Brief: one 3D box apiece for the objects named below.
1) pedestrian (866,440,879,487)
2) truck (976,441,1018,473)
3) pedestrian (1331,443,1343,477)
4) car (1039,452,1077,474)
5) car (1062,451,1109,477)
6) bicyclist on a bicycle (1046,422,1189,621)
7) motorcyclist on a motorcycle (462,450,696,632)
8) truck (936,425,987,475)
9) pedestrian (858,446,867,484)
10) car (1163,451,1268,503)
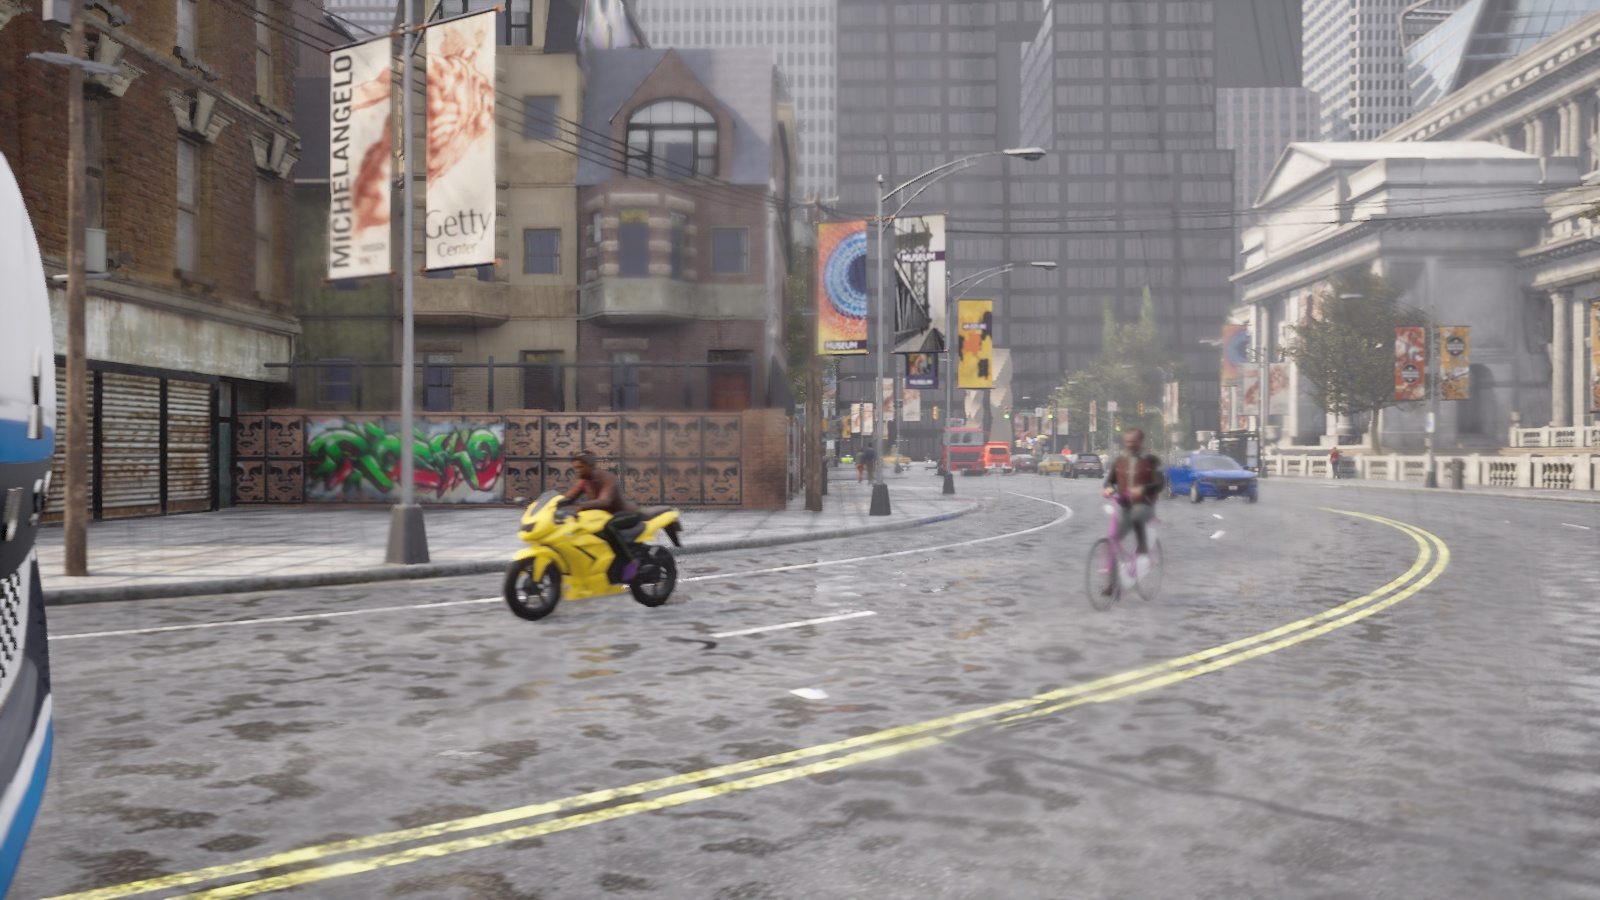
[{"bbox_3d":[3.060,0.565,53.225,0.423,1.949,0.788,0,0,-5],"label":"pedestrian"},{"bbox_3d":[15.307,0.532,97.934,2.627,2.467,5.204,0,0,2],"label":"truck"},{"bbox_3d":[29.580,0.546,69.195,0.331,1.846,0.636,0,0,-5],"label":"pedestrian"},{"bbox_3d":[18.532,0.925,90.454,1.801,1.575,5.366,0,0,2],"label":"car"},{"bbox_3d":[18.145,0.883,80.084,2.033,1.649,4.856,0,0,2],"label":"car"},{"bbox_3d":[3.106,0.647,12.157,0.659,1.776,1.843,-1,-1,37],"label":"bicyclist on a bicycle"},{"bbox_3d":[-1.986,0.770,11.539,0.797,1.523,2.044,-1,-1,43],"label":"motorcyclist on a motorcycle"},{"bbox_3d":[11.501,0.022,89.821,2.891,3.462,7.936,0,0,2],"label":"truck"},{"bbox_3d":[3.122,0.745,62.781,0.353,1.847,0.614,0,0,15],"label":"pedestrian"},{"bbox_3d":[13.140,0.817,40.076,1.882,1.535,5.008,0,0,2],"label":"car"}]
